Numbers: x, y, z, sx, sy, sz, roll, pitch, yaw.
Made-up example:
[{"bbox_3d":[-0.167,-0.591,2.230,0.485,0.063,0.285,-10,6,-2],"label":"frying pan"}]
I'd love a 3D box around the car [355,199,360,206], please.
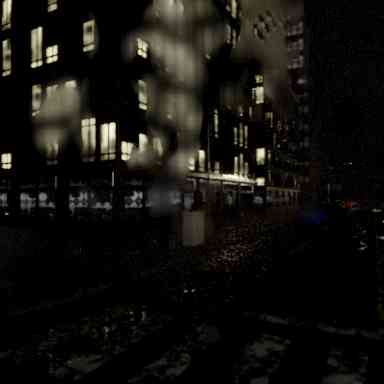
[{"bbox_3d":[35.580,2.384,73.365,1.802,1.307,4.206,-1,-1,29],"label":"car"}]

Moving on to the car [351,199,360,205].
[{"bbox_3d":[40.905,2.481,83.079,1.802,1.307,4.206,-1,-1,29],"label":"car"}]

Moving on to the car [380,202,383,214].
[{"bbox_3d":[24.744,1.888,41.571,1.882,1.535,5.008,-1,-1,29],"label":"car"}]

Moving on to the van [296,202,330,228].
[{"bbox_3d":[8.952,1.652,24.796,1.690,1.788,3.998,-1,-1,29],"label":"van"}]

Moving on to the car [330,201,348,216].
[{"bbox_3d":[16.941,2.025,39.364,1.947,1.339,4.313,-1,-1,29],"label":"car"}]

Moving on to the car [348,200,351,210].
[{"bbox_3d":[19.604,2.059,44.221,2.008,1.369,4.403,-1,-1,29],"label":"car"}]

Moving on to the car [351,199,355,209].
[{"bbox_3d":[24.930,2.189,53.936,1.802,1.307,4.206,-1,-1,29],"label":"car"}]
